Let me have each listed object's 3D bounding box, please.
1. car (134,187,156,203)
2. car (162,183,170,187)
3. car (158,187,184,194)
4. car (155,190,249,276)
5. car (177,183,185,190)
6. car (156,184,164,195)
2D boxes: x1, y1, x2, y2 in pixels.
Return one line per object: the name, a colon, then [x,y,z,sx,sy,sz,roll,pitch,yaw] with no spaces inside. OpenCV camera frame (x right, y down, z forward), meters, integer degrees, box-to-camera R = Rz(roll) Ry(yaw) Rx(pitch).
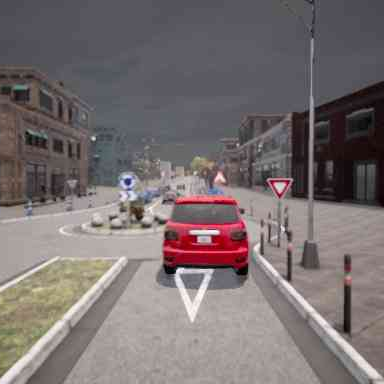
car: [-5.444,0.479,35.912,1.882,1.535,5.008,0,2,1]
car: [-5.395,-0.564,57.638,1.837,1.490,4.892,0,3,0]
car: [-2.240,0.491,37.190,2.033,1.411,5.357,0,3,0]
car: [0.466,1.093,10.152,2.150,2.045,5.566,0,1,4]
car: [-2.422,-1.213,72.397,1.812,1.442,4.674,0,2,0]
car: [-5.420,0.022,46.986,1.812,1.442,4.674,0,3,0]
